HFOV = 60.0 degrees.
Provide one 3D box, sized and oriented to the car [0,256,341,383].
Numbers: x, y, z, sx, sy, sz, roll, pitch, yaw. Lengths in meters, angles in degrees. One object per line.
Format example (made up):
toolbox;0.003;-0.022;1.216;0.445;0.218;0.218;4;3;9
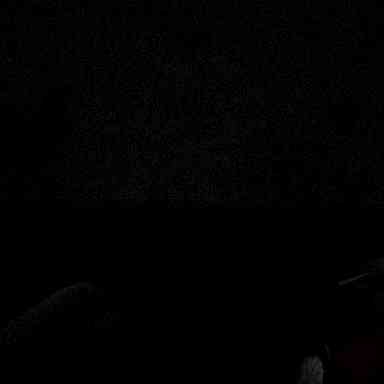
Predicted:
car;-0.528;1.486;3.213;5.008;1.535;1.882;0;0;-38
